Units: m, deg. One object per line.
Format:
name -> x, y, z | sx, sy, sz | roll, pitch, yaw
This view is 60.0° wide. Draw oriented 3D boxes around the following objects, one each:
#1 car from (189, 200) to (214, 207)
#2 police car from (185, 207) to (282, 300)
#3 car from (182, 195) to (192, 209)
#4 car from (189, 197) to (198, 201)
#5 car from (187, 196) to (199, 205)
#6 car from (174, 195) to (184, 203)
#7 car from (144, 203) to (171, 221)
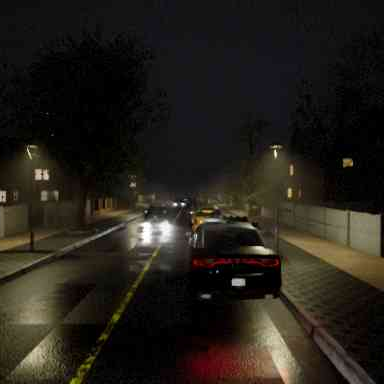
car -> 0.869, 1.446, 18.660 | 1.801, 1.575, 5.366 | 0, 0, 0
police car -> 0.844, 1.422, 8.577 | 1.930, 1.638, 5.238 | 0, 0, 0
car -> 0.130, 1.460, 45.101 | 2.128, 1.511, 4.902 | 0, 0, 1
car -> 0.884, 1.443, 24.660 | 1.801, 1.575, 5.366 | 0, 0, 0
car -> 0.143, 1.499, 58.457 | 2.033, 1.411, 5.357 | 0, 0, 0
car -> -2.592, 1.537, 67.774 | 1.895, 1.301, 4.718 | 0, 0, 0
car -> -2.783, 1.587, 27.574 | 1.895, 1.301, 4.718 | 0, 0, 0
